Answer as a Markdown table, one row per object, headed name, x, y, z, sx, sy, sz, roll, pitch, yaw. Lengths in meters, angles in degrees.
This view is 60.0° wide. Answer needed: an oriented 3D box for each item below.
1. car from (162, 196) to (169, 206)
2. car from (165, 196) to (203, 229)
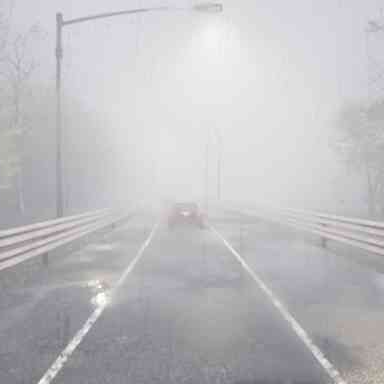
| name | x | y | z | sx | sy | sz | roll | pitch | yaw |
| --- | --- | --- | --- | --- | --- | --- | --- | --- | --- |
| car | -3.776 | 1.489 | 54.074 | 1.837 | 1.490 | 4.892 | 0 | 0 | -9 |
| car | -0.485 | 1.357 | 21.689 | 2.097 | 1.767 | 4.553 | 0 | 0 | -3 |
